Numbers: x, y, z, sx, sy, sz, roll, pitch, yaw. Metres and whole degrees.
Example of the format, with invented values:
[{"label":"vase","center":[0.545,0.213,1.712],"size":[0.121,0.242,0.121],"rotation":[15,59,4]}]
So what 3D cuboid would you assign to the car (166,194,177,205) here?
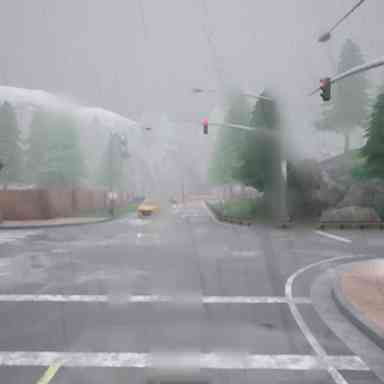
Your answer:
[{"label":"car","center":[-3.492,1.092,53.703],"size":[2.097,1.767,4.553],"rotation":[0,0,0]}]

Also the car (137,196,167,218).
[{"label":"car","center":[-3.495,1.398,28.783],"size":[1.882,1.535,5.008],"rotation":[0,0,0]}]
